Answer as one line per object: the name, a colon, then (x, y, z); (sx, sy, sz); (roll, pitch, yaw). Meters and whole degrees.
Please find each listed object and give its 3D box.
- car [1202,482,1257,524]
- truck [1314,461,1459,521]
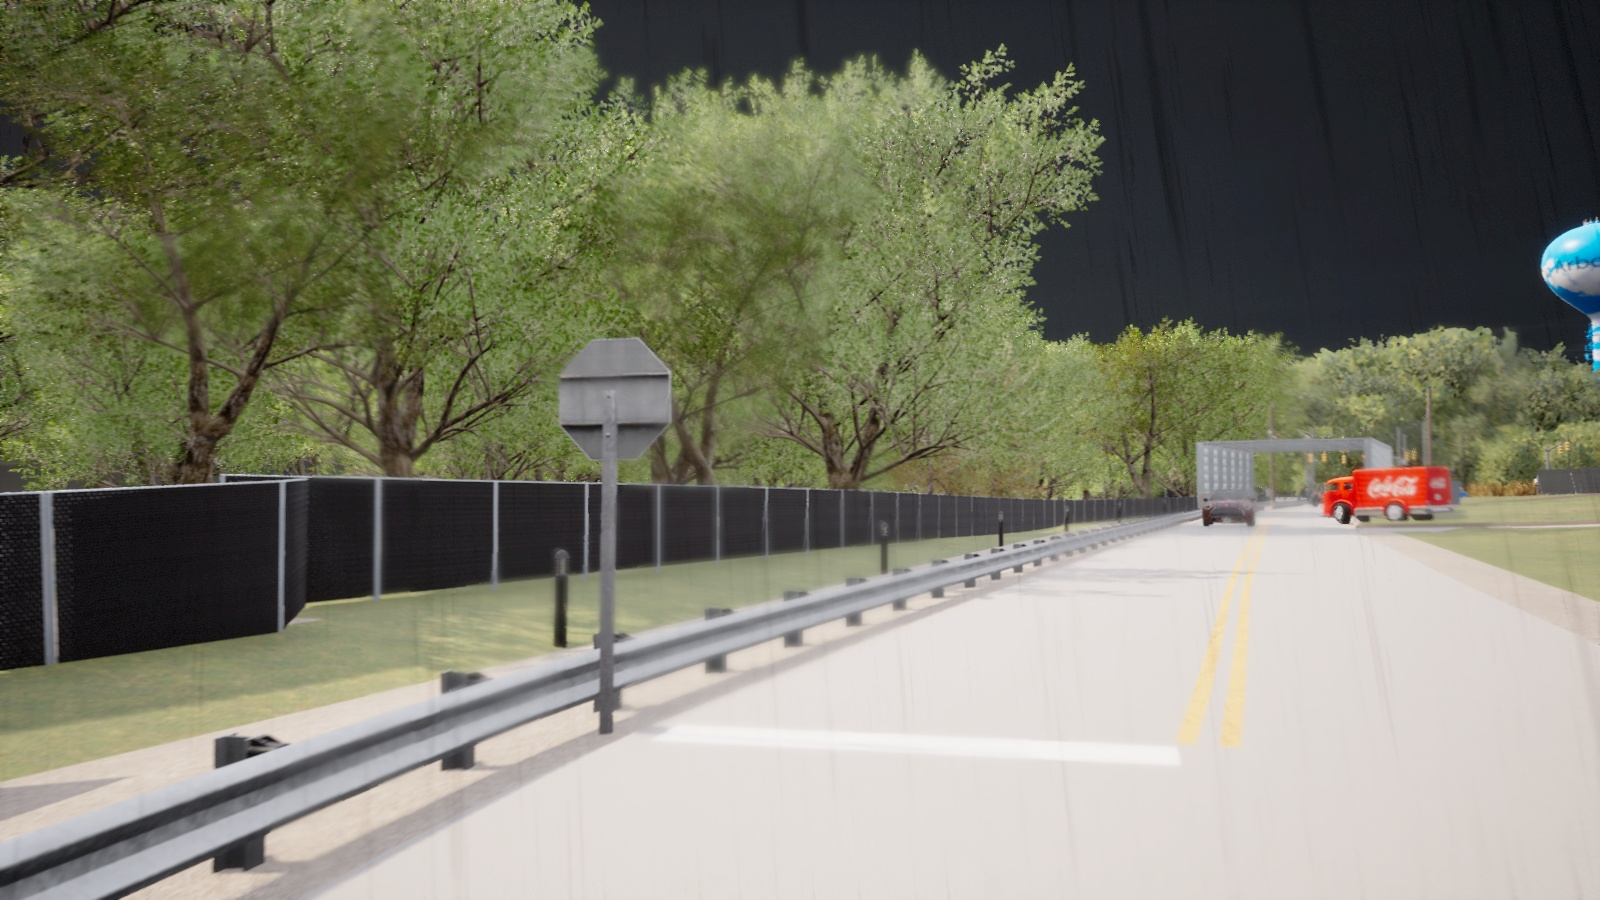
car: (19.156, 2.350, 55.910); (2.097, 1.767, 4.553); (-2, -2, 21)
truck: (26.425, 1.905, 56.778); (2.627, 2.467, 5.204); (0, -4, -35)
